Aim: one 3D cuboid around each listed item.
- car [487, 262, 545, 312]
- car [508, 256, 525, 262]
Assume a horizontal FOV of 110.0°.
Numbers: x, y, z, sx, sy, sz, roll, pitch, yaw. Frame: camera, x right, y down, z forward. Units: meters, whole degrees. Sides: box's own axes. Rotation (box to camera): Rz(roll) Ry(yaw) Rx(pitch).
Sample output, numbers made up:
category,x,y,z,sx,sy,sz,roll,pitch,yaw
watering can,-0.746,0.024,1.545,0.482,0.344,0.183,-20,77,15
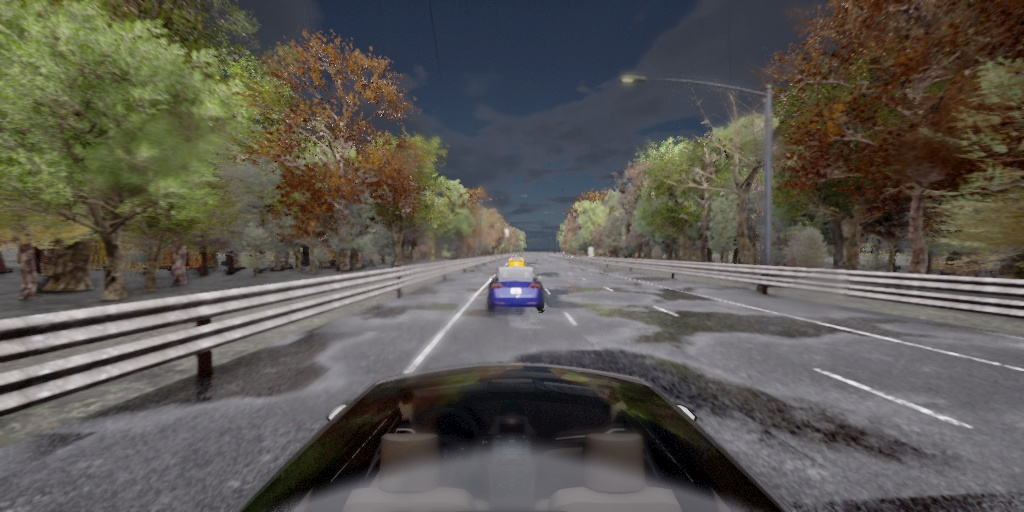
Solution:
category,x,y,z,sx,sy,sz,roll,pitch,yaw
car,0.142,1.131,13.724,2.163,1.488,4.792,0,1,0
car,0.557,0.782,45.272,1.882,1.535,5.008,0,1,1
